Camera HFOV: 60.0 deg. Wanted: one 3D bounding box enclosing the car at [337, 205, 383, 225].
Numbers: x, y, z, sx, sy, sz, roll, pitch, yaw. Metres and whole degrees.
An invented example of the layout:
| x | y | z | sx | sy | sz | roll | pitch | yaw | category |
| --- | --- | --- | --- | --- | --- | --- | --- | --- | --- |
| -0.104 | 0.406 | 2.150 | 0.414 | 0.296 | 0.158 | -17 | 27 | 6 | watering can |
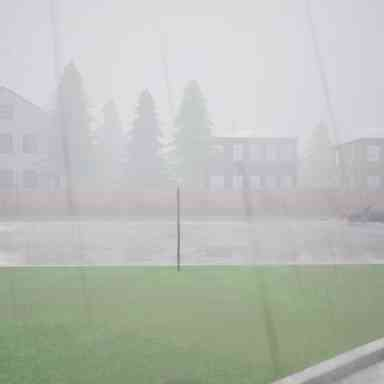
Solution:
| x | y | z | sx | sy | sz | roll | pitch | yaw | category |
| --- | --- | --- | --- | --- | --- | --- | --- | --- | --- |
| 12.892 | 1.594 | 23.310 | 4.718 | 1.301 | 1.895 | 0 | 0 | -3 | car |
